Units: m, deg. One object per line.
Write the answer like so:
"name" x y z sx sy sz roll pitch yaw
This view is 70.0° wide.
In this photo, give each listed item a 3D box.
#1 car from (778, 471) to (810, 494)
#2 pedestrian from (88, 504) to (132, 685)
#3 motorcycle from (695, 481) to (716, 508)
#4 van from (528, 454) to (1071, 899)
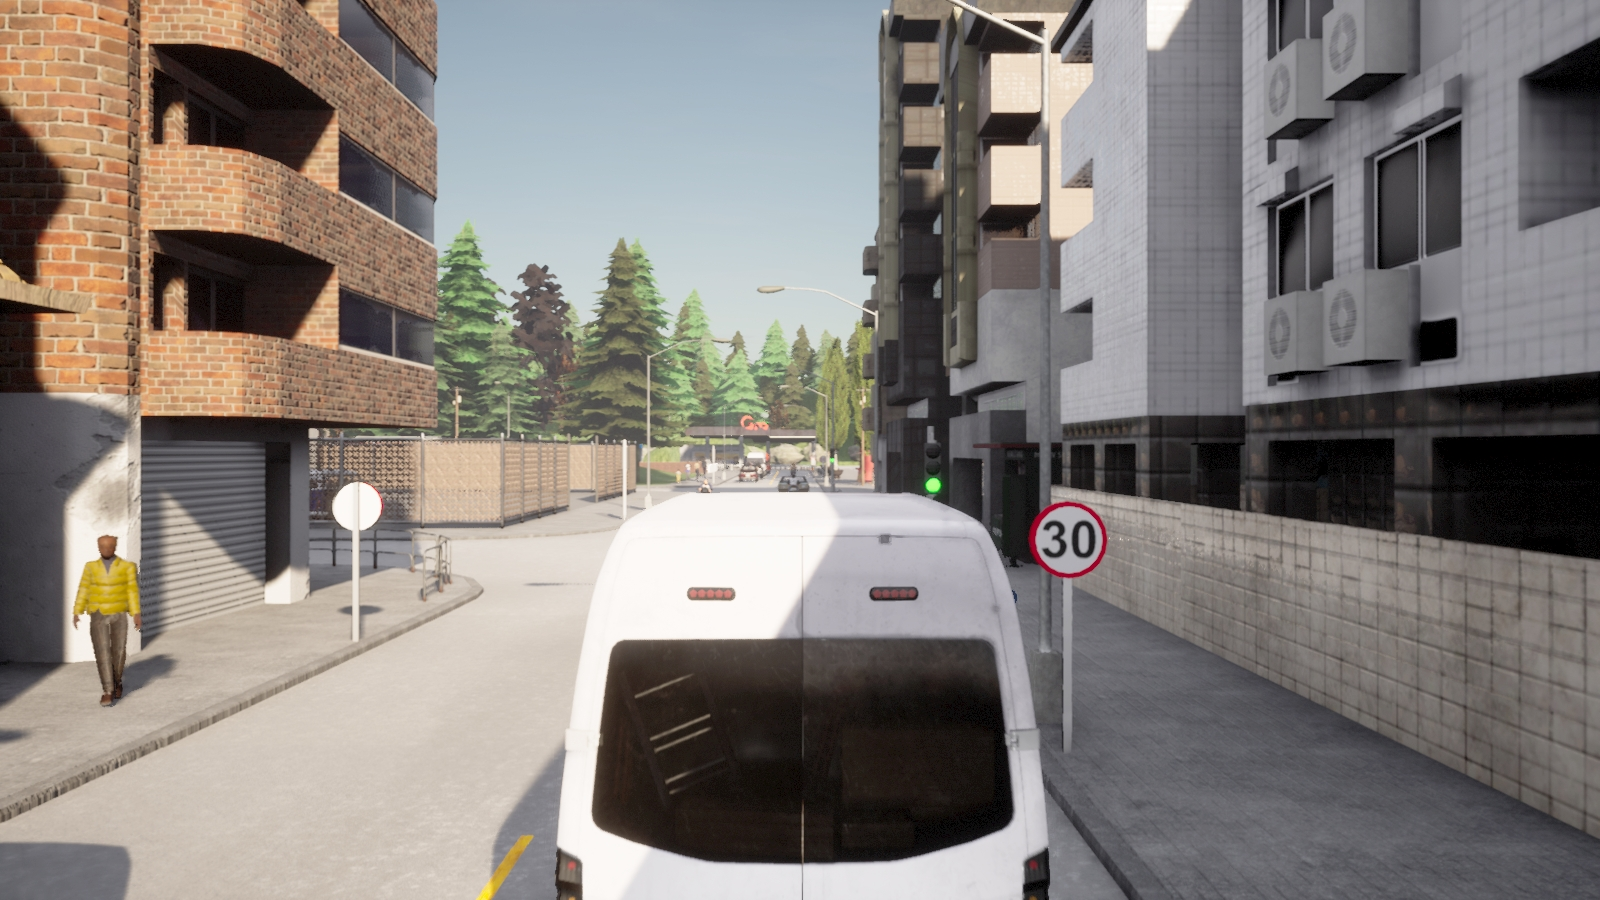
"car" -0.362 1.974 69.912 1.895 1.301 4.718 0 0 0
"pedestrian" -7.369 1.523 12.204 0.375 1.860 0.375 0 0 -27
"motorcycle" -4.298 2.022 51.931 0.803 1.145 2.033 0 0 0
"van" -0.014 1.320 7.147 1.988 2.561 5.915 0 0 0
